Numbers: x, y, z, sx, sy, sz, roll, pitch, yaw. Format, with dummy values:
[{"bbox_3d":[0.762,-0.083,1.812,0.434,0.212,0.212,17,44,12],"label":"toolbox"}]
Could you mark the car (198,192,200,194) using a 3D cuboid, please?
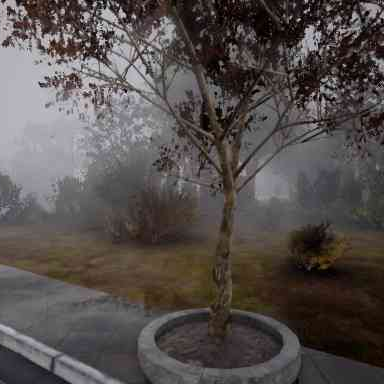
[{"bbox_3d":[0.903,0.971,60.271,2.150,2.045,5.566,1,0,32],"label":"car"}]
